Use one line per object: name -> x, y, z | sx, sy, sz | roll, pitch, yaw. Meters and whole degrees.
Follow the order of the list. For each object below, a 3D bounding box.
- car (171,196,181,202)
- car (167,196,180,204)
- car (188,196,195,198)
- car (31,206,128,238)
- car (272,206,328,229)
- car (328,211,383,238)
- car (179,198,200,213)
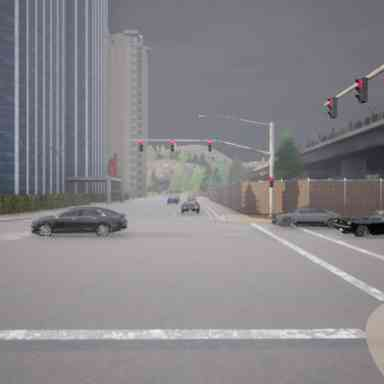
car -> -3.628, 1.526, 74.499 | 2.033, 1.411, 5.357 | 0, 0, 0
car -> -3.509, 1.466, 61.616 | 1.882, 1.535, 5.008 | 0, 0, 0
car -> -0.110, 1.536, 63.571 | 2.033, 1.411, 5.357 | 0, 0, 0
car -> -5.831, 1.529, 17.442 | 4.892, 1.490, 1.837 | 0, 0, 0
car -> 7.299, 1.614, 21.408 | 4.181, 1.385, 1.994 | 0, 0, 6
car -> 10.007, 1.653, 17.448 | 4.718, 1.301, 1.895 | 0, 0, -2
car -> -0.105, 1.594, 36.305 | 1.895, 1.301, 4.718 | 0, 0, 2
